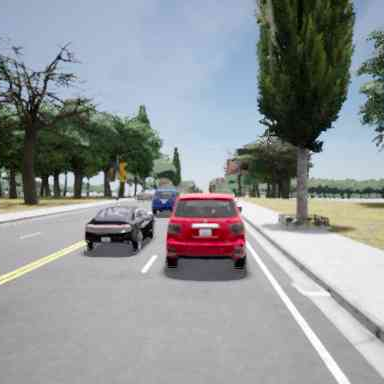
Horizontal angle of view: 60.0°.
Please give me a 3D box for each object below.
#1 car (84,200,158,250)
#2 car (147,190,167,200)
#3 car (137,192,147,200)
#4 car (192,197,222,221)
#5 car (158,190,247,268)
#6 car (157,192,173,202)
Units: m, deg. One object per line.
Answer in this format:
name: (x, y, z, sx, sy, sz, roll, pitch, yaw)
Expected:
car: (-2.646, 1.285, 13.155, 2.128, 1.511, 4.902, 0, 1, 3)
car: (-1.972, 0.804, 27.855, 2.150, 2.045, 5.566, 0, 1, 3)
car: (-7.482, 0.787, 52.706, 1.812, 1.442, 4.674, 0, 1, 3)
car: (1.117, 1.170, 24.966, 2.033, 1.411, 5.357, 0, 1, 3)
car: (0.483, 1.049, 10.793, 2.150, 2.045, 5.566, 0, 1, 3)
car: (-4.238, 0.769, 52.552, 1.837, 1.490, 4.892, 0, 1, 3)
